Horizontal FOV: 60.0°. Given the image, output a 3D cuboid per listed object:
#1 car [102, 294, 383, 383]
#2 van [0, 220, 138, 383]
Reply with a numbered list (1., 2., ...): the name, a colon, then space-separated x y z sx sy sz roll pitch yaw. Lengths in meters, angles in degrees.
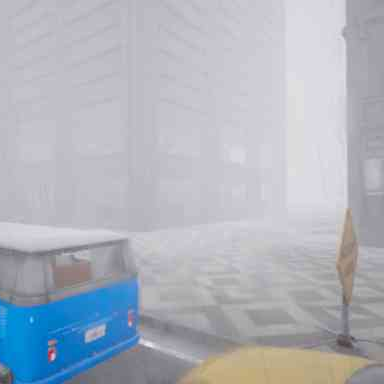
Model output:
1. car: 1.857 1.523 1.641 4.829 1.417 1.752 0 0 36
2. van: -2.592 1.358 4.819 3.998 1.788 1.690 0 0 36
